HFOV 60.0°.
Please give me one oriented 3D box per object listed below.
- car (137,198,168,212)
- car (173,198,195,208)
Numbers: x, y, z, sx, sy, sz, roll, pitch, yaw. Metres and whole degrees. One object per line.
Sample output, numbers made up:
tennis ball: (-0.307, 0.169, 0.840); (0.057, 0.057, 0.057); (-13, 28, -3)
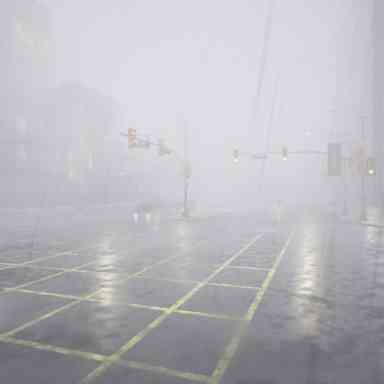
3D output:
car: (-4.566, 1.477, 38.770); (1.882, 1.535, 5.008); (0, 0, 22)
car: (-1.135, 1.600, 48.392); (1.895, 1.301, 4.718); (0, 0, 20)
